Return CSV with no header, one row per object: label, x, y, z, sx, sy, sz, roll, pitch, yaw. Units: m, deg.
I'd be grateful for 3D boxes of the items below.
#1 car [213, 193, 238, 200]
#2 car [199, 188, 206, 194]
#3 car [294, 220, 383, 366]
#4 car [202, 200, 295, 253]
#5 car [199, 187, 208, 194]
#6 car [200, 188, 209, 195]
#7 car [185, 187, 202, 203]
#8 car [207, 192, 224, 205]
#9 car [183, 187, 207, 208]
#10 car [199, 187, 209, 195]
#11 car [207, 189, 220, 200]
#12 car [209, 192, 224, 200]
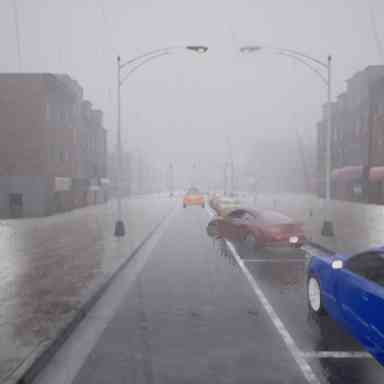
car,2.714,1.017,23.673,1.752,1.417,4.829,0,1,0
car,2.947,-0.302,93.440,1.967,1.590,4.097,-1,1,0
car,3.028,1.382,4.140,1.882,1.535,5.008,0,1,0
car,2.267,1.251,12.428,1.812,1.442,4.674,0,1,-23
car,2.927,-0.343,88.037,2.192,1.841,5.009,-1,1,0
car,2.892,-0.046,77.235,1.967,1.590,4.097,-1,1,0
car,0.186,0.297,44.937,2.150,2.045,5.566,0,1,1
car,2.768,0.751,39.901,1.802,1.307,4.206,0,1,0
car,0.201,0.632,34.212,2.097,1.767,4.553,0,1,0
car,2.909,-0.258,82.635,2.192,1.841,5.009,-1,1,0
car,2.749,0.716,34.432,1.967,1.590,4.097,0,1,0
car,2.731,0.966,28.970,1.802,1.307,4.206,0,1,0
